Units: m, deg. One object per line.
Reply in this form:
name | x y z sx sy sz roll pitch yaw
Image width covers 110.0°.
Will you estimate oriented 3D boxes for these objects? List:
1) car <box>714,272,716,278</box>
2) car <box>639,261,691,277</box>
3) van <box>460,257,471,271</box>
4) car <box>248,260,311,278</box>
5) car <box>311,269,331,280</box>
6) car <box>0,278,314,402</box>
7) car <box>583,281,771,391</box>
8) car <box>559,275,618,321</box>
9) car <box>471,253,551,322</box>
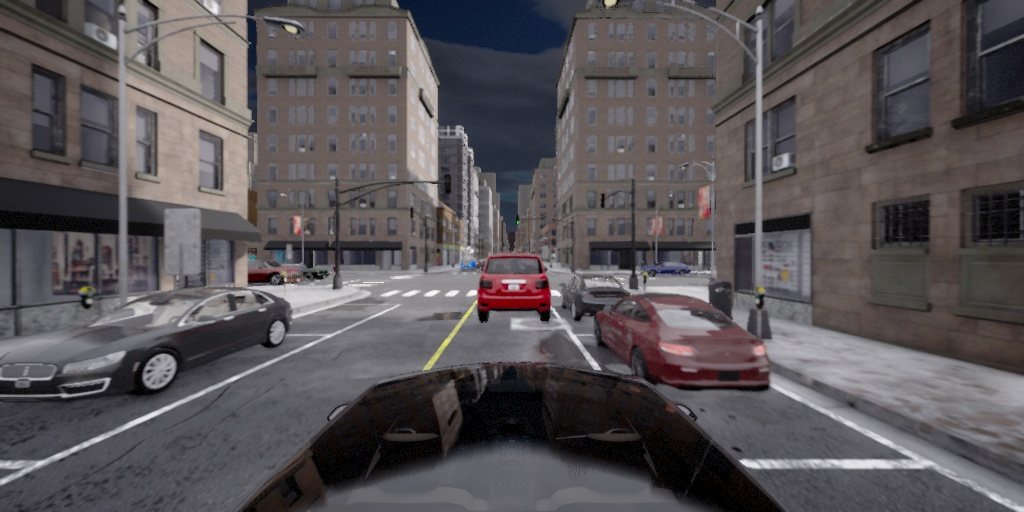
car | 16.503 1.322 24.220 4.718 1.301 1.895 0 0 1
car | 14.523 1.206 34.065 4.674 1.442 1.812 0 0 -2
van | -5.717 0.974 46.762 1.690 1.789 3.998 0 0 0
car | -16.468 1.024 23.922 4.553 1.767 2.097 0 0 1
car | -16.448 1.260 27.192 4.718 1.301 1.895 0 0 0
car | -5.858 1.288 6.477 2.007 1.370 4.403 0 0 0
car | 2.668 1.319 6.483 1.802 1.307 4.207 0 0 0
car | 2.668 1.273 12.077 2.007 1.370 4.403 0 0 0
car | 0.085 0.941 12.359 2.150 2.045 5.566 0 0 1
